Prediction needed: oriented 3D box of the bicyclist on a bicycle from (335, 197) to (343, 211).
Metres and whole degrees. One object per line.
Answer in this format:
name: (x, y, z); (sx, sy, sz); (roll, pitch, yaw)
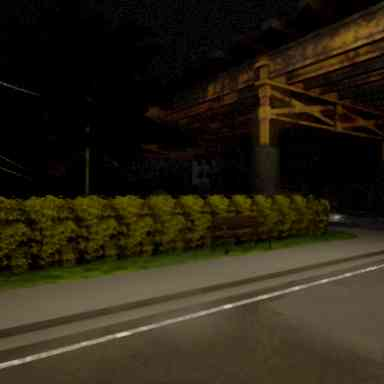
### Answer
bicyclist on a bicycle: (17.063, 1.362, 38.578); (1.656, 1.620, 0.582); (0, 0, -36)
